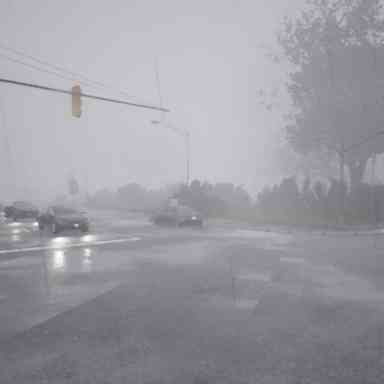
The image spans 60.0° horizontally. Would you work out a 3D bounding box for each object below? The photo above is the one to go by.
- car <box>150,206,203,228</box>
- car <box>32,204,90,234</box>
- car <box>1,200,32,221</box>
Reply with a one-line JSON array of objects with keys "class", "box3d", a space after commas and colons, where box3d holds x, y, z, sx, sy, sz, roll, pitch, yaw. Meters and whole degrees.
[{"class": "car", "box3d": [-1.125, 1.636, 22.793, 1.994, 1.385, 4.181, 0, 0, -39]}, {"class": "car", "box3d": [-7.639, 1.534, 19.569, 1.837, 1.490, 4.892, 0, 0, -39]}, {"class": "car", "box3d": [-14.198, 1.503, 27.768, 1.882, 1.535, 5.008, 0, 0, -39]}]
